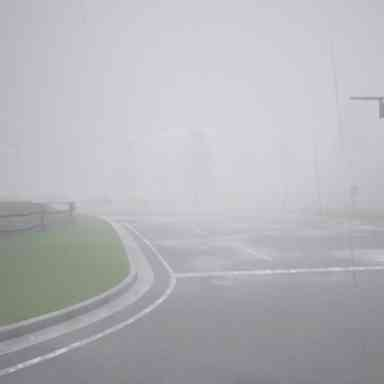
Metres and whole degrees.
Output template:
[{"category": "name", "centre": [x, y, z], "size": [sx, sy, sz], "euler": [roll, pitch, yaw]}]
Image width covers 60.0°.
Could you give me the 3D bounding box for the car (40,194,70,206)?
[{"category": "car", "centre": [-21.946, 1.492, 53.225], "size": [4.902, 1.511, 2.128], "euler": [0, 0, 24]}]

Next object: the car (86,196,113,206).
[{"category": "car", "centre": [-15.086, 1.352, 53.913], "size": [4.553, 1.767, 2.097], "euler": [0, 0, 32]}]

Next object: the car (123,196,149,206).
[{"category": "car", "centre": [-9.165, 1.478, 54.269], "size": [5.008, 1.535, 1.882], "euler": [0, 0, 36]}]

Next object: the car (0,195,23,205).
[{"category": "car", "centre": [-33.323, 1.352, 60.179], "size": [4.553, 1.767, 2.097], "euler": [0, 0, 7]}]

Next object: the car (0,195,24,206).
[{"category": "car", "centre": [-29.155, 1.548, 52.224], "size": [5.357, 1.411, 2.033], "euler": [0, 0, 15]}]
